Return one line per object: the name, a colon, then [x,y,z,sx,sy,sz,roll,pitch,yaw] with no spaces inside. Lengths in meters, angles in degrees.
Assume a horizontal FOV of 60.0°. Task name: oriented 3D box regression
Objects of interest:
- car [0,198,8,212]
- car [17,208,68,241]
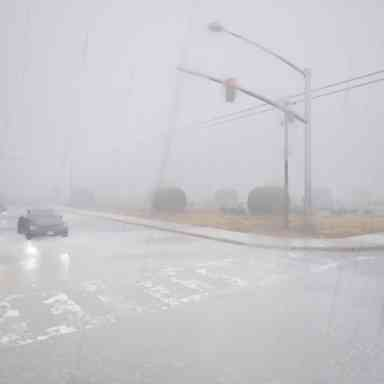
car: [-22.605,1.460,38.544,1.812,1.442,4.674,0,0,-35]
car: [-7.810,1.581,17.190,1.812,1.442,4.674,0,1,-35]
